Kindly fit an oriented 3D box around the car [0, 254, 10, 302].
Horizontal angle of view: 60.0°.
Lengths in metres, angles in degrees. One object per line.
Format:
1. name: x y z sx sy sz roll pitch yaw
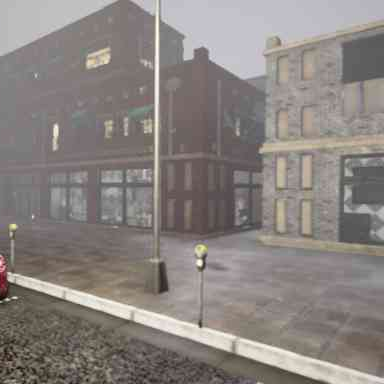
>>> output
1. car: -5.597 1.424 6.861 4.097 1.590 1.967 0 0 36
